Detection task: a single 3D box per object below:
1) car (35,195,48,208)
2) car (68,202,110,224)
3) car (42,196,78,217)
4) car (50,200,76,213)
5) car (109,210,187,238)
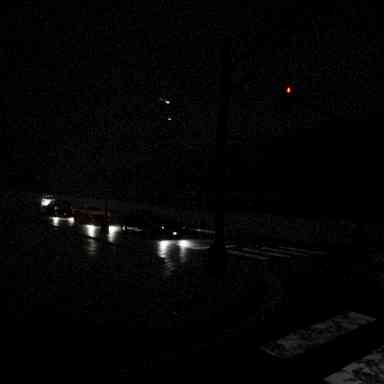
[{"bbox_3d":[-23.602,1.548,53.570,2.150,2.045,5.566,4,-1,-36],"label":"car"},{"bbox_3d":[-8.232,1.769,27.243,1.882,1.535,5.008,4,-3,-36],"label":"car"},{"bbox_3d":[-14.084,1.679,35.419,2.097,1.767,4.553,4,-2,-35],"label":"car"},{"bbox_3d":[-17.730,1.940,45.439,2.128,1.511,4.902,4,-2,-35],"label":"car"},{"bbox_3d":[-2.511,1.761,19.211,2.033,1.411,5.357,4,-3,-38],"label":"car"}]
